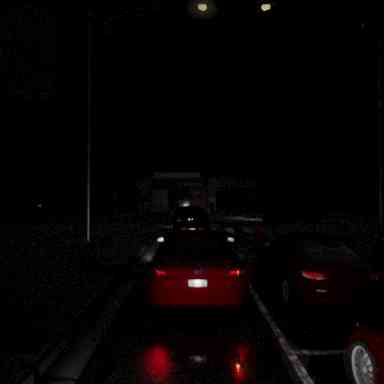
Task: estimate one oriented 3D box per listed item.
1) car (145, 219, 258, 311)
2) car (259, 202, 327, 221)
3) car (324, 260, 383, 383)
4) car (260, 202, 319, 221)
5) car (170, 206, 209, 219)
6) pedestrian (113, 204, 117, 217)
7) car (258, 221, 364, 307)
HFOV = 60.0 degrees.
[{"bbox_3d":[0.093,1.566,7.830,1.994,1.385,4.181,0,0,0],"label":"car"},{"bbox_3d":[7.196,1.442,23.776,4.674,1.442,1.812,-1,-1,0],"label":"car"},{"bbox_3d":[2.648,1.583,2.192,1.802,1.307,4.206,1,0,0],"label":"car"},{"bbox_3d":[7.734,1.518,26.730,4.181,1.385,1.994,-1,-1,1],"label":"car"},{"bbox_3d":[-0.125,1.509,18.016,1.837,1.490,4.892,0,0,-3],"label":"car"},{"bbox_3d":[-6.846,1.672,29.698,0.500,1.100,0.500,0,0,0],"label":"pedestrian"},{"bbox_3d":[2.645,1.584,7.630,1.802,1.307,4.206,1,0,0],"label":"car"}]
